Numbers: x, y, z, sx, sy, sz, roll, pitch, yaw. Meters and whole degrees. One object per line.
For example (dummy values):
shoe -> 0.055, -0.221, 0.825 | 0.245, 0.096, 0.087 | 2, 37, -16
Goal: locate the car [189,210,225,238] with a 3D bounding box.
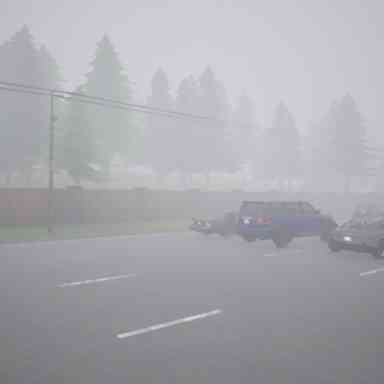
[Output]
car -> 2.438, 1.685, 18.503 | 5.357, 1.411, 2.033 | 1, 0, -35

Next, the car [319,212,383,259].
car -> 7.375, 1.714, 13.412 | 4.181, 1.385, 1.994 | 1, 0, -35

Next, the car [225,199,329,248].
car -> 4.511, 1.363, 15.682 | 5.566, 2.045, 2.150 | 0, 0, -35

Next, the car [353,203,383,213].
car -> 15.398, 1.664, 27.744 | 4.553, 1.767, 2.097 | 1, -1, -35
